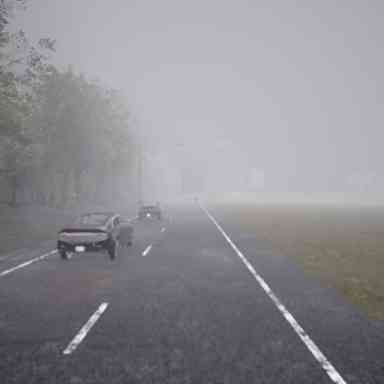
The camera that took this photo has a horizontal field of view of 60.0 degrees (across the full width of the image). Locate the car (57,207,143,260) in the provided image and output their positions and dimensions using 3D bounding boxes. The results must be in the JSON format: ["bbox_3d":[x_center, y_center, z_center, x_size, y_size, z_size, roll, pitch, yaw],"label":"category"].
[{"bbox_3d":[-3.396,1.518,12.520,2.128,1.511,4.902,0,0,0],"label":"car"}]

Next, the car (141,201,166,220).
[{"bbox_3d":[-3.395,1.565,28.423,1.837,1.490,4.892,0,0,0],"label":"car"}]

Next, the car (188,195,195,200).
[{"bbox_3d":[0.020,1.621,93.017,1.994,1.385,4.181,0,0,0],"label":"car"}]

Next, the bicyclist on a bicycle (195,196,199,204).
[{"bbox_3d":[0.978,1.594,65.898,0.582,1.620,1.656,0,-1,0],"label":"bicyclist on a bicycle"}]

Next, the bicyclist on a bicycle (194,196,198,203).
[{"bbox_3d":[0.978,1.598,75.041,0.866,1.612,1.509,0,-1,0],"label":"bicyclist on a bicycle"}]
